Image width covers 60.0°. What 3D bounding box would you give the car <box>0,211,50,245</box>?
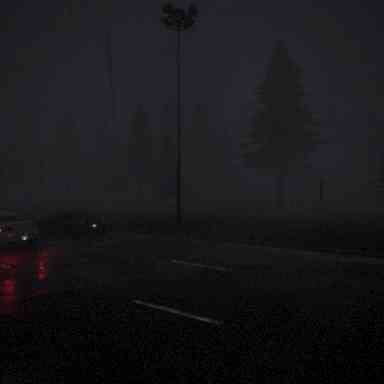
[{"bbox_3d":[-8.292,1.532,14.083,4.674,1.442,1.812,0,0,36],"label":"car"}]

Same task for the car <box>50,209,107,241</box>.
[{"bbox_3d":[-6.259,1.571,16.932,4.181,1.385,1.994,0,0,36],"label":"car"}]
